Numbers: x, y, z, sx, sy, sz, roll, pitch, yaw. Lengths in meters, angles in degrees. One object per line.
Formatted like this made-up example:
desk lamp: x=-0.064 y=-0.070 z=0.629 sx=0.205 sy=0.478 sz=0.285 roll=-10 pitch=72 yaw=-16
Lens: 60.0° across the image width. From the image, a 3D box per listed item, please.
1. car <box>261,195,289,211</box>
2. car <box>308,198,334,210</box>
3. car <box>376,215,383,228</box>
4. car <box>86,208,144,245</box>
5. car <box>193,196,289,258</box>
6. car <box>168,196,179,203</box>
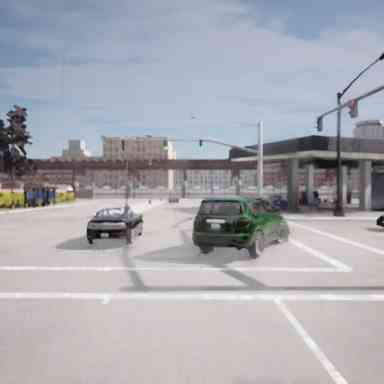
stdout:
car: x=9.703 y=1.243 z=39.325 sx=2.242 sy=1.667 sz=4.611 roll=0 pitch=0 yaw=0
car: x=15.448 y=1.403 z=40.089 sx=1.970 sy=1.475 sz=3.806 roll=0 pitch=0 yaw=0
car: x=12.988 y=1.539 z=19.178 sx=4.181 sy=1.385 sz=1.994 roll=0 pitch=0 yaw=-1
car: x=-3.403 y=1.471 z=15.409 sx=2.128 sy=1.511 sz=4.902 roll=0 pitch=0 yaw=0
car: x=2.075 y=1.203 z=13.062 sx=2.150 sy=2.045 sz=5.566 roll=-2 pitch=-1 yaw=29
car: x=-3.512 y=1.479 z=64.587 sx=1.994 sy=1.385 sz=4.181 roll=0 pitch=0 yaw=0
